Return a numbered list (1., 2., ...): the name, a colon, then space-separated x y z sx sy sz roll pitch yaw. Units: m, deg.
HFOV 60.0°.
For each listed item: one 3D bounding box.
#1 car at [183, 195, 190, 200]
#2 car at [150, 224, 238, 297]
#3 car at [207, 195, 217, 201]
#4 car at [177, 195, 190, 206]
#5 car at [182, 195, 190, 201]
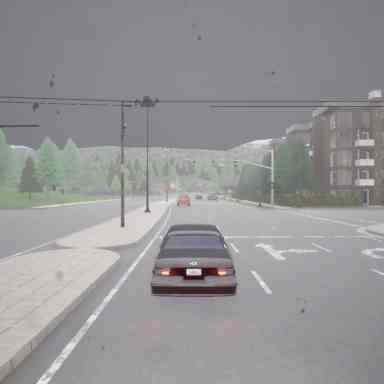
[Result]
1. car: -1.546 1.571 95.643 1.895 1.301 4.718 0 0 0
2. car: 0.042 1.547 8.758 2.033 1.411 5.357 0 0 0
3. car: 5.478 1.539 85.374 2.033 1.411 5.357 0 0 0
4. car: -1.358 1.352 54.503 2.097 1.767 4.553 0 0 -1
5. car: -1.522 1.523 85.328 1.812 1.442 4.674 0 0 0
